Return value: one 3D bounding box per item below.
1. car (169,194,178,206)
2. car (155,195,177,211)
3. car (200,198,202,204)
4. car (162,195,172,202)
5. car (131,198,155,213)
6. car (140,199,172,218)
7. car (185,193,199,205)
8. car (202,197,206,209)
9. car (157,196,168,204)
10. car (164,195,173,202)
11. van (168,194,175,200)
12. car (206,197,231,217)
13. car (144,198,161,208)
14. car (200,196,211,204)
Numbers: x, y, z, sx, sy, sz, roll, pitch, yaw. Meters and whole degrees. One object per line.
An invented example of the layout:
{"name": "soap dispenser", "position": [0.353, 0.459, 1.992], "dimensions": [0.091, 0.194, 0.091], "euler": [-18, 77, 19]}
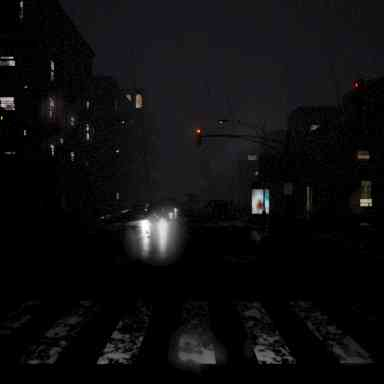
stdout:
{"name": "car", "position": [-3.176, 1.527, 51.095], "dimensions": [1.837, 1.490, 4.892], "euler": [0, 0, 0]}
{"name": "car", "position": [-3.165, 1.490, 40.235], "dimensions": [1.882, 1.535, 5.008], "euler": [0, 0, 0]}
{"name": "car", "position": [2.602, 1.571, 48.943], "dimensions": [2.008, 1.369, 4.403], "euler": [0, 0, 0]}
{"name": "car", "position": [-5.828, 1.497, 77.398], "dimensions": [1.967, 1.590, 4.097], "euler": [0, 0, 0]}
{"name": "car", "position": [-5.759, 1.561, 37.523], "dimensions": [2.008, 1.369, 4.403], "euler": [0, 0, 0]}
{"name": "car", "position": [-3.149, 1.605, 30.134], "dimensions": [1.895, 1.301, 4.718], "euler": [0, 0, 0]}
{"name": "car", "position": [0.014, 1.251, 58.115], "dimensions": [2.150, 2.045, 5.566], "euler": [0, 0, 0]}
{"name": "car", "position": [2.612, 1.597, 43.246], "dimensions": [1.802, 1.307, 4.206], "euler": [0, 0, 0]}
{"name": "car", "position": [-5.807, 1.565, 65.836], "dimensions": [1.752, 1.417, 4.829], "euler": [0, 0, 0]}
{"name": "car", "position": [-5.836, 1.592, 82.925], "dimensions": [1.752, 1.417, 4.829], "euler": [-1, 0, 0]}
{"name": "van", "position": [-5.858, 1.430, 94.489], "dimensions": [1.690, 1.788, 3.998], "euler": [-1, 0, 0]}
{"name": "car", "position": [2.630, 1.446, 31.852], "dimensions": [1.967, 1.590, 4.097], "euler": [0, 0, 0]}
{"name": "car", "position": [-5.778, 1.571, 48.916], "dimensions": [2.008, 1.369, 4.403], "euler": [0, 0, 0]}
{"name": "car", "position": [2.573, 1.591, 66.033], "dimensions": [2.008, 1.369, 4.403], "euler": [-1, 0, 0]}
